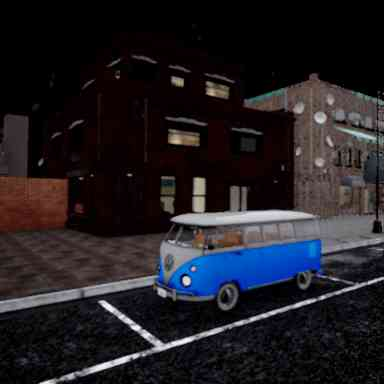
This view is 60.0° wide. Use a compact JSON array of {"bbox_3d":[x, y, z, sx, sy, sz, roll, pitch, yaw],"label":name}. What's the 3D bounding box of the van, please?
[{"bbox_3d":[1.163,1.337,7.372,3.998,1.788,1.690,0,1,-35],"label":"van"}]
